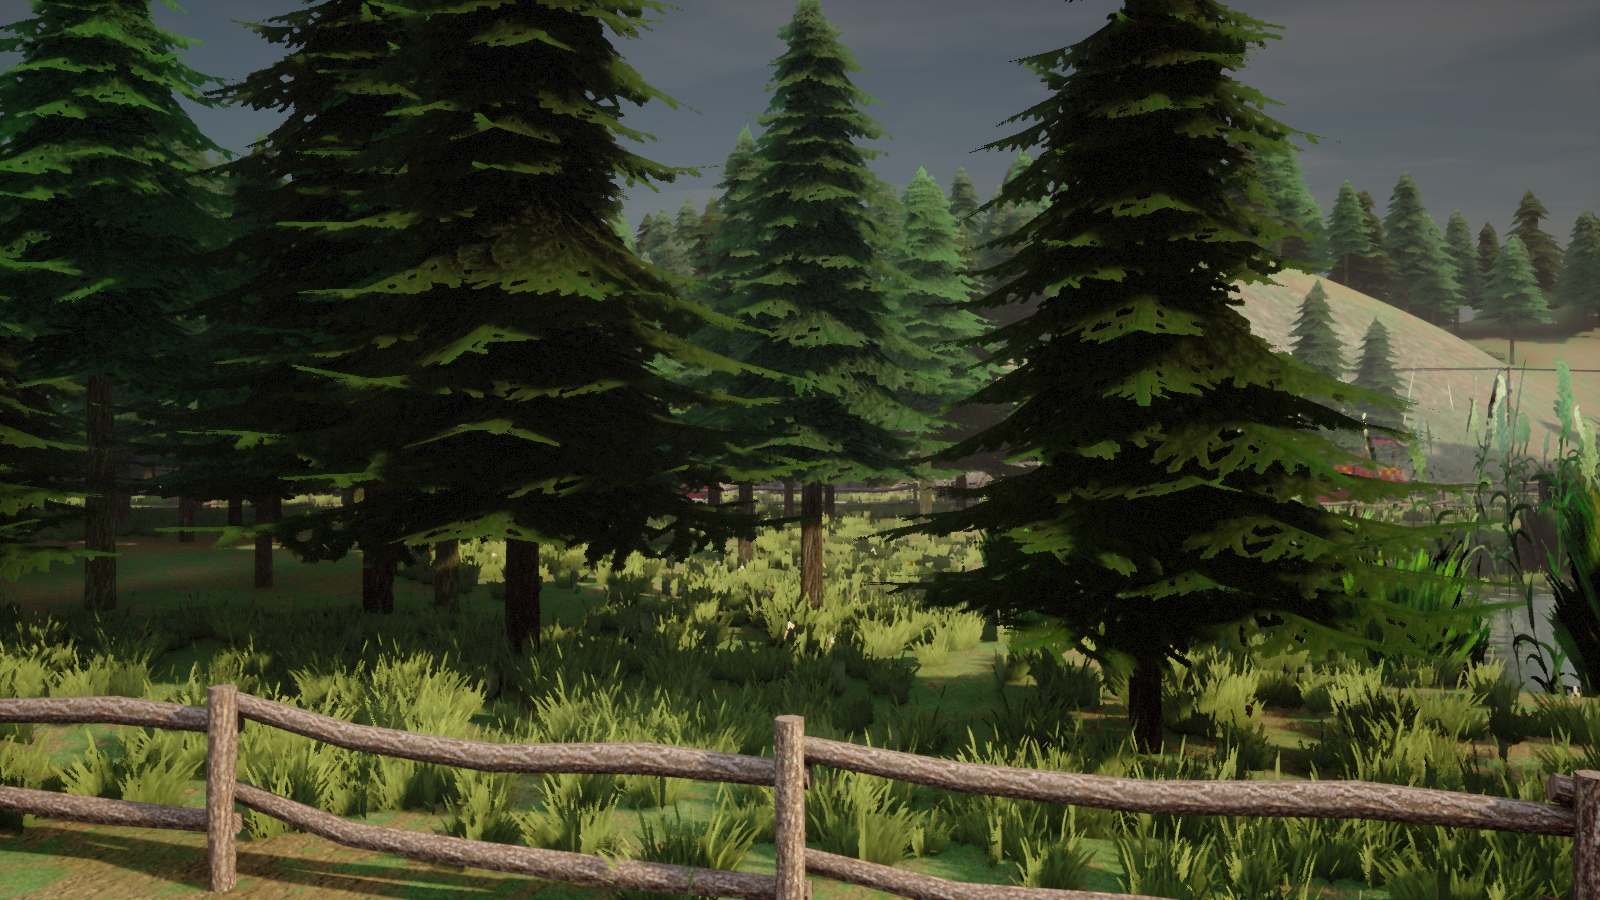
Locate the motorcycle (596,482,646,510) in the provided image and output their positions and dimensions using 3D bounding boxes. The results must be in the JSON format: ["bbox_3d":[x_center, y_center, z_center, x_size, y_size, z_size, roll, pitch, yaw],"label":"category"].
[{"bbox_3d":[-8.474,2.178,54.102,2.209,1.251,0.867,0,0,14],"label":"motorcycle"}]

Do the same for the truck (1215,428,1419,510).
[{"bbox_3d":[24.721,0.890,54.990,8.468,3.827,2.891,0,0,7],"label":"truck"}]
